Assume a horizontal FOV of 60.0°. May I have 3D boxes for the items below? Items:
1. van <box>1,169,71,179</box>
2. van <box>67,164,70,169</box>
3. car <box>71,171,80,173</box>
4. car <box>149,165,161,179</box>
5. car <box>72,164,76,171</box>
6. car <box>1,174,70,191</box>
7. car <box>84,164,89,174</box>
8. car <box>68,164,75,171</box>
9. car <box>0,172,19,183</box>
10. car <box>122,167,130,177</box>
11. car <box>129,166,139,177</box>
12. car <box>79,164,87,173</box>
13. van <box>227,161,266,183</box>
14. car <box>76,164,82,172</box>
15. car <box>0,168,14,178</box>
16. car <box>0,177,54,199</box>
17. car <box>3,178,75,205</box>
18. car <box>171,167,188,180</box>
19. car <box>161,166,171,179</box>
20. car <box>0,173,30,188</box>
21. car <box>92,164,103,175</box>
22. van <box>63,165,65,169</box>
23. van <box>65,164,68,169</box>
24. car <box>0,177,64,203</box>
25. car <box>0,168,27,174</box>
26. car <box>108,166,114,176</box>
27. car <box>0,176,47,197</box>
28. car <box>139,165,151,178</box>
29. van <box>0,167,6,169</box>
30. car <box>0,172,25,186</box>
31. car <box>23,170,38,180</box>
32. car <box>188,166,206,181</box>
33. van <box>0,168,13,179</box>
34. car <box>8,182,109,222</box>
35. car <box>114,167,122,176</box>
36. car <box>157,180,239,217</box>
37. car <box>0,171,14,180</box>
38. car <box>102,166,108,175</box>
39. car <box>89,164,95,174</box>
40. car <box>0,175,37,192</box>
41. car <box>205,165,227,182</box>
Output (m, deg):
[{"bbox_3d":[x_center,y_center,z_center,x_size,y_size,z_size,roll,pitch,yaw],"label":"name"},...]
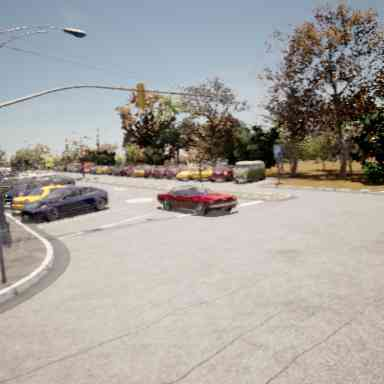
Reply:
[{"bbox_3d":[-11.774,-0.333,25.262,1.878,1.987,4.442,1,8,34],"label":"van"},{"bbox_3d":[-28.310,-6.033,84.222,1.878,1.987,4.442,3,8,39],"label":"van"},{"bbox_3d":[-14.757,-1.260,37.679,2.033,1.411,5.357,-7,8,-34],"label":"car"},{"bbox_3d":[-2.993,-2.596,44.269,2.002,1.452,4.674,2,7,36],"label":"car"},{"bbox_3d":[-25.162,-5.383,79.272,2.163,1.488,4.792,2,7,39],"label":"car"},{"bbox_3d":[-10.083,-0.033,22.709,2.185,1.767,4.553,1,8,34],"label":"car"},{"bbox_3d":[-19.057,-4.587,69.081,2.231,1.521,4.892,2,7,39],"label":"car"},{"bbox_3d":[-26.822,-5.598,81.645,1.946,1.575,5.366,3,8,39],"label":"car"},{"bbox_3d":[-31.852,-2.411,55.313,2.231,1.521,4.892,2,9,38],"label":"car"},{"bbox_3d":[-7.941,-3.331,51.619,2.185,1.767,4.553,3,8,37],"label":"car"},{"bbox_3d":[-6.210,-3.035,49.302,1.946,1.575,5.366,2,7,36],"label":"car"},{"bbox_3d":[-20.704,-4.775,71.469,1.946,1.575,5.366,3,8,39],"label":"car"},{"bbox_3d":[5.504,-1.940,32.104,1.878,1.987,4.442,2,7,34],"label":"van"},{"bbox_3d":[-22.119,-5.250,74.151,2.435,2.045,5.566,2,7,39],"label":"car"},{"bbox_3d":[-42.760,-4.103,73.262,2.435,2.045,5.566,2,9,39],"label":"car"},{"bbox_3d":[-15.303,-0.422,30.117,2.002,1.452,4.674,2,8,35],"label":"car"},{"bbox_3d":[-8.174,0.239,20.469,1.946,1.575,5.366,1,8,34],"label":"car"},{"bbox_3d":[0.292,-2.251,39.267,1.946,1.575,5.366,2,7,35],"label":"car"},{"bbox_3d":[-1.306,-2.411,41.842,2.002,1.452,4.674,2,7,35],"label":"car"},{"bbox_3d":[-23.780,-1.412,42.586,2.097,1.535,5.008,1,8,37],"label":"car"},{"bbox_3d":[-15.954,-4.183,64.040,2.097,1.535,5.008,2,7,38],"label":"car"},{"bbox_3d":[-31.367,-6.445,89.316,1.878,1.987,4.442,3,8,39],"label":"van"},{"bbox_3d":[-29.839,-6.239,86.770,1.878,1.987,4.442,3,8,39],"label":"van"},{"bbox_3d":[-13.580,-0.275,27.643,2.231,1.521,4.892,1,8,35],"label":"car"},{"bbox_3d":[-22.114,-1.472,40.069,2.435,2.045,5.566,1,8,36],"label":"car"},{"bbox_3d":[-11.210,-3.557,56.529,2.163,1.488,4.792,3,8,37],"label":"car"},{"bbox_3d":[-17.033,-0.608,32.591,2.002,1.452,4.674,1,8,35],"label":"car"},{"bbox_3d":[-4.686,-2.945,46.668,2.185,1.767,4.553,2,7,36],"label":"car"},{"bbox_3d":[-36.500,-3.266,63.080,1.878,1.987,4.442,2,9,39],"label":"van"},{"bbox_3d":[-27.047,-1.807,47.648,2.097,1.535,5.008,2,9,37],"label":"car"},{"bbox_3d":[-29.309,-3.099,60.199,1.812,1.442,4.674,-7,8,-31],"label":"car"},{"bbox_3d":[2.212,-2.109,37.163,1.946,1.575,5.366,2,7,35],"label":"car"},{"bbox_3d":[-39.595,-3.682,68.233,1.878,1.987,4.442,2,9,39],"label":"van"},{"bbox_3d":[-6.651,0.495,17.826,2.163,1.488,4.792,1,8,33],"label":"car"},{"bbox_3d":[-9.591,-3.396,54.074,2.097,1.535,5.008,2,7,37],"label":"car"},{"bbox_3d":[0.164,0.334,16.981,1.895,1.301,4.718,-7,8,-37],"label":"car"},{"bbox_3d":[-38.120,-3.201,65.569,2.163,1.488,4.792,2,9,39],"label":"car"},{"bbox_3d":[-12.775,-3.761,59.074,2.163,1.488,4.792,2,7,38],"label":"car"},{"bbox_3d":[-17.529,-4.507,66.524,2.185,1.767,4.553,2,7,39],"label":"car"},{"bbox_3d":[-20.425,-0.988,37.571,2.002,1.452,4.674,2,9,36],"label":"car"},{"bbox_3d":[3.808,-2.027,34.573,2.185,1.767,4.553,2,7,34],"label":"car"}]
